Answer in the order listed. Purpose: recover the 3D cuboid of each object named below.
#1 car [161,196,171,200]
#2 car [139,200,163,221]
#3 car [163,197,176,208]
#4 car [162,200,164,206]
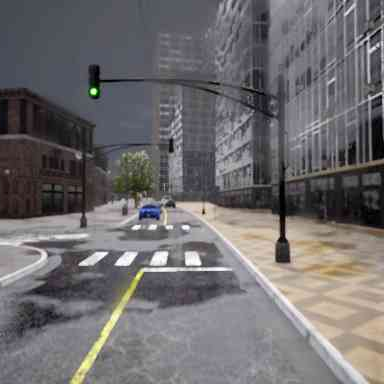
[{"bbox_3d":[-5.436,1.930,71.932,2.150,2.045,5.566,0,-1,-9],"label":"car"},{"bbox_3d":[-4.024,1.869,31.944,1.882,1.535,5.008,0,-1,-4],"label":"car"},{"bbox_3d":[-4.012,2.256,61.582,1.837,1.490,4.892,0,-1,-8],"label":"car"},{"bbox_3d":[-4.789,2.074,41.852,1.994,1.385,4.181,0,-1,-5],"label":"car"}]
